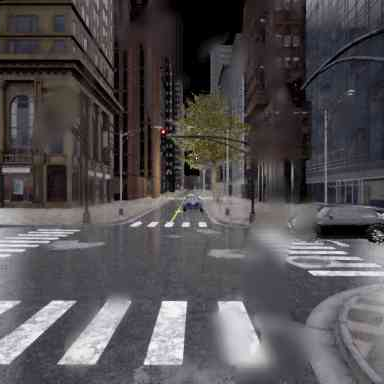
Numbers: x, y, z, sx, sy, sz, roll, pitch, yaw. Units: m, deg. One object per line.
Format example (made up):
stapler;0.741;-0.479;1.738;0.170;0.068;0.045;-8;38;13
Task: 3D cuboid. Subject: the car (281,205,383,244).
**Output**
car;6.610;1.395;15.706;4.553;1.767;2.097;1;0;0

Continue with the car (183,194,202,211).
car;0.079;1.228;37.954;2.097;1.767;4.553;0;0;0

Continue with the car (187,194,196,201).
car;-0.056;1.109;70.734;1.812;1.442;4.674;0;1;0
